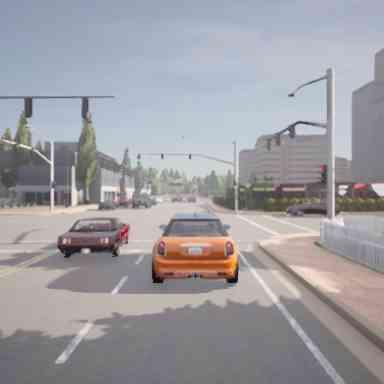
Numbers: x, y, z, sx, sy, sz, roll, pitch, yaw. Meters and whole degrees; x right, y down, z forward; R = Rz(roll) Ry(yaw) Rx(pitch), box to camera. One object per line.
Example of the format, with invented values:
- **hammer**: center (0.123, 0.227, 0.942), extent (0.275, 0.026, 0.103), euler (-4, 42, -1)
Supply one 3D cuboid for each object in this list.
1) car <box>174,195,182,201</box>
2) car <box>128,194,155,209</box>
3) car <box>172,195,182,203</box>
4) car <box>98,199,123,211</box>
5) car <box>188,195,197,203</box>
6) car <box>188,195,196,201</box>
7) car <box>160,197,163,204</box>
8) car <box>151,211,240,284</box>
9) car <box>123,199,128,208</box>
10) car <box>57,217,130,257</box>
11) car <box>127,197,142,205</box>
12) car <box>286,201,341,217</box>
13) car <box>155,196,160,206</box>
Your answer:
- **car**: center (-3.498, 1.563, 83.976), extent (1.994, 1.385, 4.181), euler (0, 0, 0)
- **car**: center (-7.094, 1.299, 47.431), extent (2.150, 2.045, 5.566), euler (0, 0, 1)
- **car**: center (-3.498, 1.635, 74.021), extent (1.812, 1.442, 4.674), euler (0, 0, 0)
- **car**: center (-10.597, 1.634, 42.605), extent (1.994, 1.385, 4.181), euler (0, 0, 0)
- **car**: center (0.002, 1.653, 73.703), extent (2.033, 1.411, 5.357), euler (0, 0, 0)
- **car**: center (0.002, 1.536, 83.978), extent (2.128, 1.511, 4.902), euler (0, 0, 0)
- **car**: center (-6.999, 1.636, 67.161), extent (1.812, 1.442, 4.674), euler (0, 0, 0)
- **car**: center (0.088, 1.368, 9.747), extent (2.097, 1.767, 4.553), euler (0, 0, 0)
- **car**: center (-10.584, 1.685, 51.367), extent (1.895, 1.301, 4.718), euler (0, 0, 0)
- **car**: center (-3.566, 1.622, 12.995), extent (1.895, 1.301, 4.718), euler (0, 0, -4)
- **car**: center (-10.544, 1.664, 61.315), extent (1.994, 1.385, 4.181), euler (0, 0, 0)
- **car**: center (11.272, 1.544, 31.022), extent (4.902, 1.511, 2.128), euler (0, 0, -1)
- **car**: center (-7.070, 1.657, 56.836), extent (1.994, 1.385, 4.181), euler (0, 0, 0)
